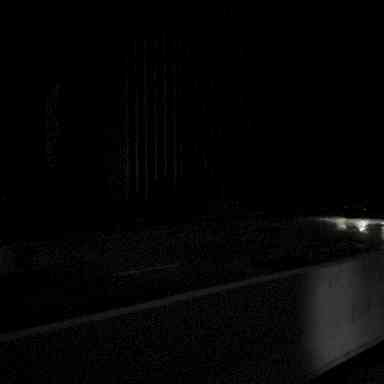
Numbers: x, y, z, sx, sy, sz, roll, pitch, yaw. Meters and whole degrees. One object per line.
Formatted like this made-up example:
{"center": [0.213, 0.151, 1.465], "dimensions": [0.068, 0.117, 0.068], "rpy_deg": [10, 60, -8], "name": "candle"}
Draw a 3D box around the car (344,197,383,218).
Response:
{"center": [14.168, 1.181, 26.642], "dimensions": [5.008, 1.535, 1.882], "rpy_deg": [-1, 0, -34], "name": "car"}
